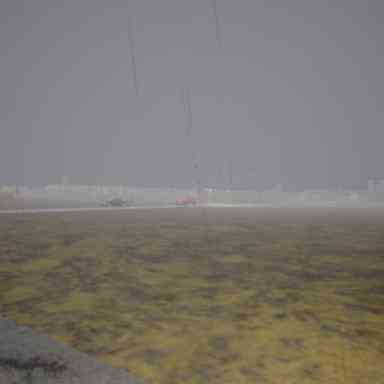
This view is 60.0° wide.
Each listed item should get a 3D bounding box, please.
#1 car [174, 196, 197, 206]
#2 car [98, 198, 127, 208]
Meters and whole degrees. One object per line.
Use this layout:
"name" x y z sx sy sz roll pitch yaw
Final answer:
"car" -1.215 1.825 65.986 2.150 2.045 5.566 -1 -2 35
"car" -12.064 1.649 50.796 1.837 1.490 4.892 -1 -1 35
